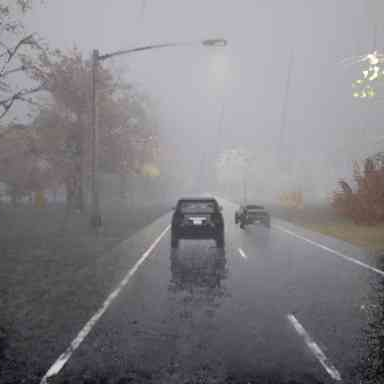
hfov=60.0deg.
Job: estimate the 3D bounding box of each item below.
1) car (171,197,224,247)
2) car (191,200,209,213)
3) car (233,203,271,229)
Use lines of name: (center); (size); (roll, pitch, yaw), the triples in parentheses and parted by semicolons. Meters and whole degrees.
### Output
car: (0.255, 1.229, 15.206); (2.150, 2.045, 5.566); (0, 0, 1)
car: (0.941, 1.618, 38.240); (1.895, 1.301, 4.718); (0, 0, 2)
car: (3.905, 1.516, 21.995); (1.837, 1.490, 4.892); (0, 0, 1)
